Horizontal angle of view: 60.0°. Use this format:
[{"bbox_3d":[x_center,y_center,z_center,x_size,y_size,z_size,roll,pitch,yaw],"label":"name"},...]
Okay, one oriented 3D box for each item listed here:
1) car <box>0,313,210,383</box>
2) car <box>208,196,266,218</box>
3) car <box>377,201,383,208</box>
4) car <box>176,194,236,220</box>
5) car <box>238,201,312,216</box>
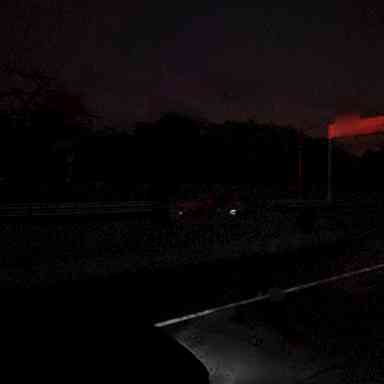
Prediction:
[{"bbox_3d":[-2.380,1.548,2.046,5.357,1.411,2.033,0,0,-36],"label":"car"},{"bbox_3d":[3.797,1.354,23.901,4.553,1.767,2.097,0,0,-35],"label":"car"},{"bbox_3d":[26.740,1.704,44.537,4.892,1.490,1.837,0,0,-35],"label":"car"},{"bbox_3d":[1.388,1.222,26.480,5.566,2.045,2.150,0,0,-36],"label":"car"},{"bbox_3d":[5.568,1.493,20.865,4.902,1.511,2.128,0,0,-36],"label":"car"}]
